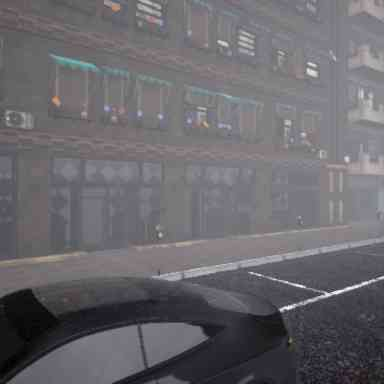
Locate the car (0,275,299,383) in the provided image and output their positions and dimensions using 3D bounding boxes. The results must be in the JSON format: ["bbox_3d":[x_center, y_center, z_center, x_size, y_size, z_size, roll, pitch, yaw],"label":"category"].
[{"bbox_3d":[-1.086,1.525,2.604,4.674,1.442,1.812,0,0,-36],"label":"car"}]
